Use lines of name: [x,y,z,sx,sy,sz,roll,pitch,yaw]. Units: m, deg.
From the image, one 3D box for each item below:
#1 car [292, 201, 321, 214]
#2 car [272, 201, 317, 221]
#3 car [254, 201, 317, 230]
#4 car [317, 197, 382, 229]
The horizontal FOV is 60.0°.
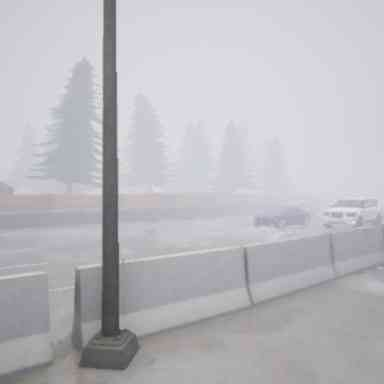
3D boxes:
car: [14.087,1.845,40.776,1.994,1.385,4.181,-1,-1,41]
car: [9.563,1.696,30.732,1.882,1.535,5.008,-1,-1,44]
car: [6.223,1.645,22.672,5.008,1.535,1.882,0,-1,-42]
car: [10.749,1.353,22.084,5.566,2.045,2.150,0,0,-44]
